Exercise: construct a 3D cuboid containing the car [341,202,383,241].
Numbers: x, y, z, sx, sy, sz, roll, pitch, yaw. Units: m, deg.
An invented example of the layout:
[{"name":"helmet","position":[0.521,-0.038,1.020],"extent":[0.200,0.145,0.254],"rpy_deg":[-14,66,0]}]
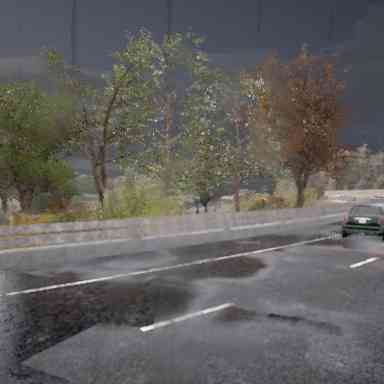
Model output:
[{"name":"car","position":[9.358,1.383,16.847],"extent":[2.097,1.767,4.553],"rpy_deg":[0,0,45]}]
